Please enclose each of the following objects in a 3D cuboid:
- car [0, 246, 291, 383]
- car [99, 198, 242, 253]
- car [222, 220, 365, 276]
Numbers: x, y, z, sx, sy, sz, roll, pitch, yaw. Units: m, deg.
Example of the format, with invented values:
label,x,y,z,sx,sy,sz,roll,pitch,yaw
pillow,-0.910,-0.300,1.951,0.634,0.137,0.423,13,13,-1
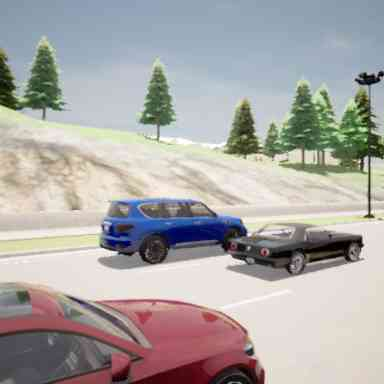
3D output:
label,x,y,z,sx,sy,sz,roll,pitch,yaw
car,-1.464,1.526,2.697,4.674,1.442,1.812,0,0,-36
car,-0.499,1.232,11.991,5.566,2.045,2.150,0,0,-36
car,3.428,1.616,10.492,4.718,1.301,1.895,0,0,-36
